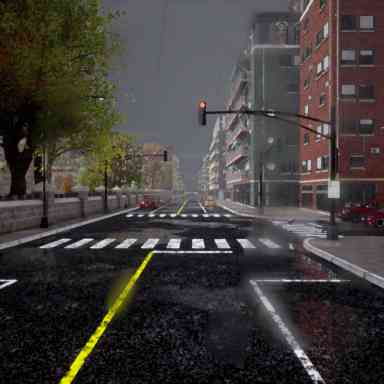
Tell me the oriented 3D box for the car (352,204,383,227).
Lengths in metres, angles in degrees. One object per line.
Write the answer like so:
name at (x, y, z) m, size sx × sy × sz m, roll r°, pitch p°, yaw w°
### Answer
car at (14.688, 1.851, 24.722) m, size 4.181 × 1.385 × 1.994 m, roll 1°, pitch 0°, yaw 0°

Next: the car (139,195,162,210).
car at (-5.651, 1.324, 43.918) m, size 2.192 × 1.841 × 5.009 m, roll 0°, pitch 0°, yaw 0°

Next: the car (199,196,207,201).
car at (2.767, 1.587, 82.658) m, size 1.887 × 1.381 × 4.507 m, roll 0°, pitch 0°, yaw 0°

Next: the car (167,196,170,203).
car at (-5.635, 1.566, 60.524) m, size 1.887 × 1.381 × 4.507 m, roll 0°, pitch 0°, yaw 0°

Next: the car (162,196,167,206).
car at (-5.640, 1.457, 54.989) m, size 1.967 × 1.590 × 4.097 m, roll 0°, pitch 0°, yaw 0°

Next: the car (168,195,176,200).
car at (-5.604, 1.580, 93.565) m, size 1.752 × 1.417 × 4.829 m, roll 0°, pitch 0°, yaw 0°

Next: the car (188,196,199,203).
car at (0.070, 1.577, 69.224) m, size 2.033 × 1.411 × 5.357 m, roll 0°, pitch 0°, yaw 0°

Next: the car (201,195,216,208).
car at (2.736, 1.539, 49.616) m, size 1.752 × 1.417 × 4.829 m, roll 0°, pitch 0°, yaw 0°

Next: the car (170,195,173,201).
car at (-5.624, 1.613, 71.594) m, size 1.802 × 1.307 × 4.206 m, roll 0°, pitch 0°, yaw 0°

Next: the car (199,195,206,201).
car at (2.772, 1.593, 88.193) m, size 1.887 × 1.381 × 4.507 m, roll 0°, pitch 0°, yaw 0°

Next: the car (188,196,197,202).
car at (0.078, 1.591, 79.635) m, size 1.994 × 1.385 × 4.181 m, roll 0°, pitch 0°, yaw 0°

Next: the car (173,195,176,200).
car at (-5.613, 1.624, 82.665) m, size 1.802 × 1.307 × 4.206 m, roll 0°, pitch 0°, yaw 0°

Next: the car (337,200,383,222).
car at (14.643, 1.591, 27.327) m, size 5.009 × 1.841 × 2.192 m, roll 1°, pitch -1°, yaw 0°

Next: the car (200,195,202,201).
car at (2.741, 1.562, 54.981) m, size 1.887 × 1.381 × 4.507 m, roll 0°, pitch 0°, yaw 0°
